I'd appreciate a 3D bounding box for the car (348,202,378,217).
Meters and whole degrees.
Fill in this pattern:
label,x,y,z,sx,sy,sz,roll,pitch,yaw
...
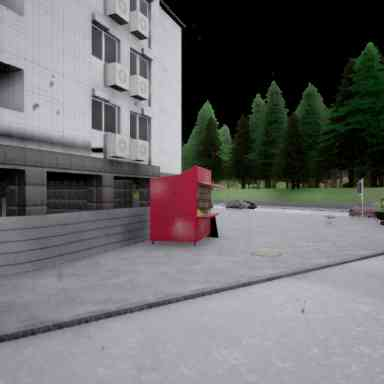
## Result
label,x,y,z,sx,sy,sz,roll,pitch,yaw
car,15.647,1.564,28.383,1.994,1.385,4.181,0,0,-35

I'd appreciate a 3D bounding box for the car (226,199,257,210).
label,x,y,z,sx,sy,sz,roll,pitch,yaw
car,6.142,1.564,41.756,1.994,1.385,4.181,0,0,-35
